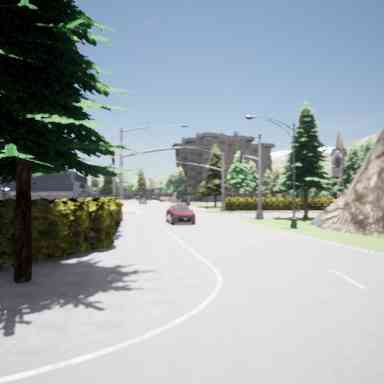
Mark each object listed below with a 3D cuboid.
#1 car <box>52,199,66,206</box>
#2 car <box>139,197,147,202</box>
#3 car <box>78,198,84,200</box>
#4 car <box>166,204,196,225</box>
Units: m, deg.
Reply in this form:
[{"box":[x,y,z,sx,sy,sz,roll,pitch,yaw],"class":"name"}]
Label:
[{"box":[-26.400,2.057,66.143,1.970,1.475,3.806,0,-1,-11],"class":"car"},{"box":[-11.898,1.986,80.041,1.837,1.490,4.892,0,-1,-12],"class":"car"},{"box":[-24.902,2.139,73.998,1.845,1.501,3.633,0,-1,-11],"class":"car"},{"box":[-0.982,1.783,27.062,1.882,1.535,5.008,0,-1,-11],"class":"car"}]
